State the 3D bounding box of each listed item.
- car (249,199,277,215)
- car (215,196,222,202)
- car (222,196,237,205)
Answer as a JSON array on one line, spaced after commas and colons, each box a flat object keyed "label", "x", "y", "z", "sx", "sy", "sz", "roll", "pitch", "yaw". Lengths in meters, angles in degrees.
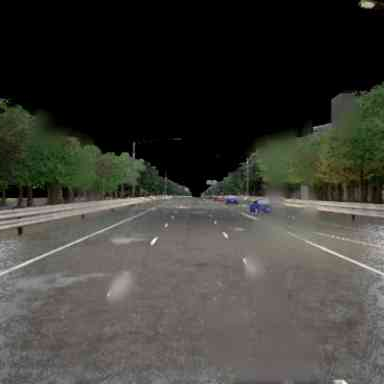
[{"label": "car", "x": 7.145, "y": 1.496, "z": 33.768, "sx": 1.882, "sy": 1.535, "sz": 5.008, "roll": 0, "pitch": 0, "yaw": -2}, {"label": "car", "x": 7.113, "y": 1.663, "z": 80.154, "sx": 1.812, "sy": 1.442, "sz": 4.674, "roll": 0, "pitch": -1, "yaw": 0}, {"label": "car", "x": 7.041, "y": 1.515, "z": 60.402, "sx": 1.882, "sy": 1.535, "sz": 5.008, "roll": 0, "pitch": 0, "yaw": 0}]
